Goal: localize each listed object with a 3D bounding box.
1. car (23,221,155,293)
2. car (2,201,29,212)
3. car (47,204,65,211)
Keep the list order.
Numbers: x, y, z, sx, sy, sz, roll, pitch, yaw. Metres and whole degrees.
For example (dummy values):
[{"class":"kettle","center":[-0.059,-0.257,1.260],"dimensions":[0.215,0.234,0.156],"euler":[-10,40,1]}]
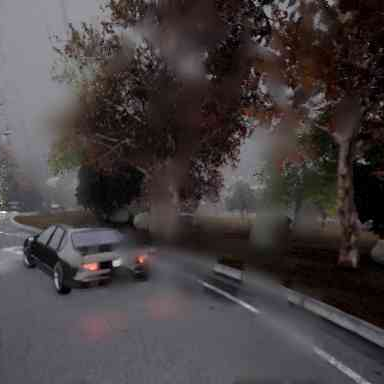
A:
[{"class":"car","center":[-3.012,1.489,8.820],"dimensions":[2.033,1.411,5.357],"euler":[-1,1,-37]},{"class":"car","center":[-22.966,1.921,43.413],"dimensions":[1.994,1.385,4.181],"euler":[0,-3,-4]},{"class":"car","center":[-24.139,2.923,59.337],"dimensions":[1.882,1.535,5.008],"euler":[0,-4,-4]}]
